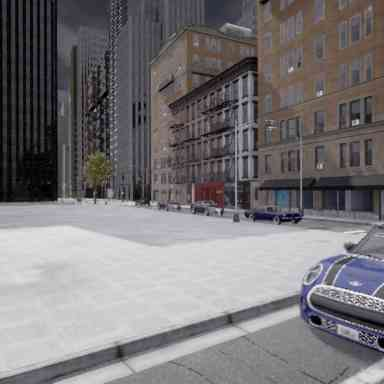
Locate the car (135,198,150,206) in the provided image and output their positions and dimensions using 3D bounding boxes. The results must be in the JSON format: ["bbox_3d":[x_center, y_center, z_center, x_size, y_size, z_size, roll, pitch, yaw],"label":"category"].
[{"bbox_3d":[-9.240,1.815,61.931,1.837,1.490,4.892,0,0,-27],"label":"car"}]

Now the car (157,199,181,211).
[{"bbox_3d":[-3.055,1.689,43.332,2.128,1.511,4.902,0,0,-26],"label":"car"}]

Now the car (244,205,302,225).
[{"bbox_3d":[6.006,1.686,24.944,1.895,1.301,4.718,0,0,-26],"label":"car"}]

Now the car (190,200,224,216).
[{"bbox_3d":[1.493,1.630,34.087,2.128,1.511,4.902,0,0,-26],"label":"car"}]

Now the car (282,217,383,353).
[{"bbox_3d":[3.983,1.352,5.918,4.553,1.767,2.097,0,0,-36],"label":"car"}]
